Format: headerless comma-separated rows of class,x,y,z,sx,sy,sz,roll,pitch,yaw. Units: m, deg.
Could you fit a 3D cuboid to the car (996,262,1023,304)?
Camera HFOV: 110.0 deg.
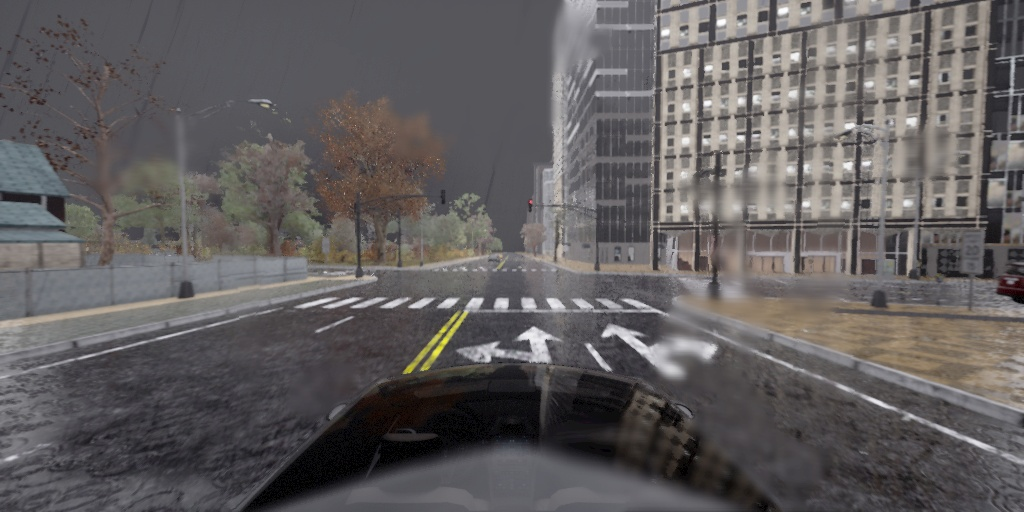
car,23.020,1.214,14.169,5.009,1.841,2.192,0,0,20

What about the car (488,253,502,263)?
car,-3.231,0.371,64.207,1.882,1.535,5.008,0,2,0

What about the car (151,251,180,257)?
car,-37.606,0.293,39.273,4.553,1.767,2.097,1,3,21
